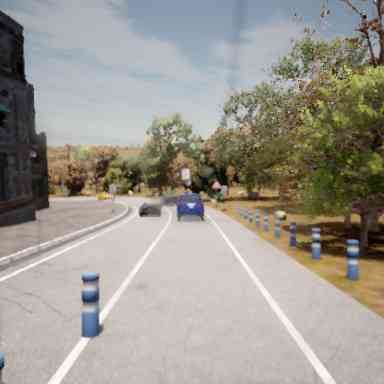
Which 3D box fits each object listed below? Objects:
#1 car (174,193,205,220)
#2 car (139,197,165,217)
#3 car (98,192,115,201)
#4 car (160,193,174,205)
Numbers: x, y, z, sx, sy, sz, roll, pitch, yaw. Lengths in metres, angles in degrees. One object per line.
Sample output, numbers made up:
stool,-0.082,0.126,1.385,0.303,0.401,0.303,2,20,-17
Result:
car,-0.198,1.119,27.644,2.150,2.045,5.566,0,2,-3
car,-3.692,1.459,30.050,1.895,1.301,4.718,0,1,-3
car,-16.242,0.788,63.188,1.882,1.535,5.008,-5,3,-37
car,-3.151,0.938,44.596,1.837,1.490,4.892,-2,2,-17
